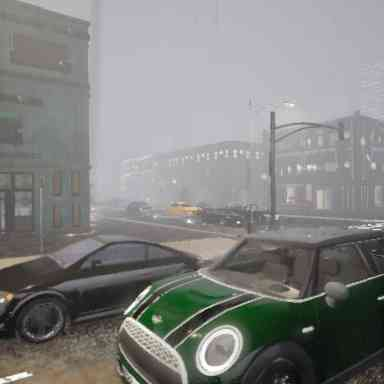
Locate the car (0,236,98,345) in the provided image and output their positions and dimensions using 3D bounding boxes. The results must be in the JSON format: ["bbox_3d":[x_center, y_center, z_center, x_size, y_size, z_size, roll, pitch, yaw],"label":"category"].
[{"bbox_3d":[-1.722,1.564,6.414,4.181,1.385,1.994,0,0,-35],"label":"car"}]

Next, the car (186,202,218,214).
[{"bbox_3d":[1.150,1.903,41.494,1.802,1.307,4.206,-1,0,-35],"label":"car"}]

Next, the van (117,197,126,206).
[{"bbox_3d":[-11.424,1.907,59.721,1.690,1.788,3.998,-1,0,-35],"label":"van"}]

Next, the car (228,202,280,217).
[{"bbox_3d":[4.769,1.702,26.075,2.128,1.511,4.902,-1,0,-33],"label":"car"}]

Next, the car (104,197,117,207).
[{"bbox_3d":[-14.566,1.940,64.278,2.192,1.841,5.009,-1,0,-35],"label":"car"}]

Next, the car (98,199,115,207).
[{"bbox_3d":[-17.703,2.228,68.835,1.887,1.381,4.507,-1,0,-35],"label":"car"}]

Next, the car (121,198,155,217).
[{"bbox_3d":[-5.752,1.846,36.735,1.967,1.590,4.097,-1,0,-35],"label":"car"}]

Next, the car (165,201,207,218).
[{"bbox_3d":[-0.917,1.803,34.305,1.882,1.535,5.008,-1,0,-34],"label":"car"}]

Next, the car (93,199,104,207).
[{"bbox_3d":[-19.488,2.190,66.864,2.128,1.511,4.902,-1,0,-35],"label":"car"}]

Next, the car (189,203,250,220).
[{"bbox_3d":[2.028,1.814,25.242,1.947,1.339,4.313,-1,0,-35],"label":"car"}]

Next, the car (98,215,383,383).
[{"bbox_3d":[1.327,1.351,4.570,4.553,1.767,2.097,0,0,-35],"label":"car"}]

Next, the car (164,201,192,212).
[{"bbox_3d":[-1.991,1.966,46.050,1.802,1.307,4.206,-1,0,-35],"label":"car"}]

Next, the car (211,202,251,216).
[{"bbox_3d":[4.291,1.809,36.937,2.008,1.369,4.403,-2,0,-35],"label":"car"}]
